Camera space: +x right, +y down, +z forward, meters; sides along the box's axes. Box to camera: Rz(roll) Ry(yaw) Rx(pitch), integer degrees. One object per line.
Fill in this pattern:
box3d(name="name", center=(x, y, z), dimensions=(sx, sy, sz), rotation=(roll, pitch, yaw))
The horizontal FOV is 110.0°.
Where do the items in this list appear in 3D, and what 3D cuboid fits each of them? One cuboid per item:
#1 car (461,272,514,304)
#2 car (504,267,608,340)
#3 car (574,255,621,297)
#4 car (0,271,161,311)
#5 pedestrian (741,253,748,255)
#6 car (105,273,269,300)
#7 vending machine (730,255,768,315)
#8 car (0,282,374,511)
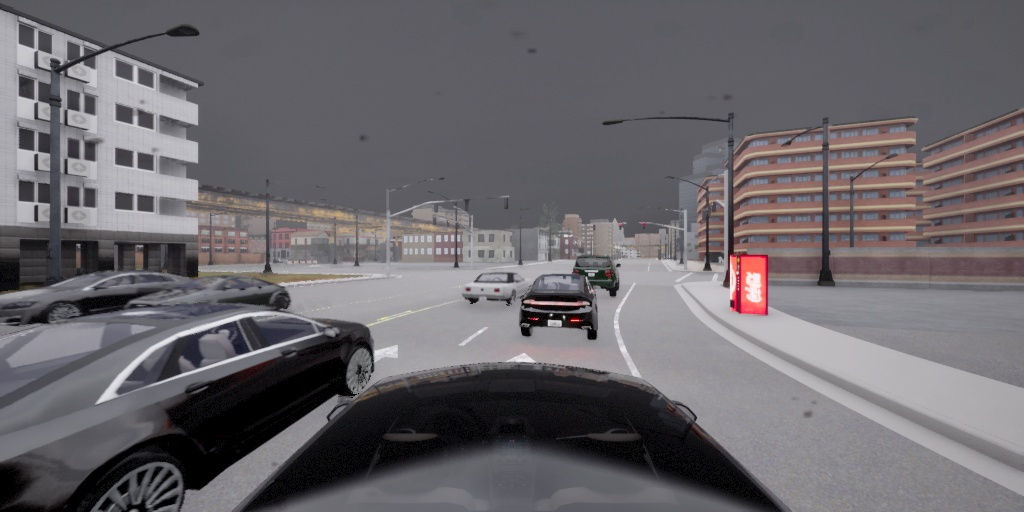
box3d(name="car", center=(-0.387, 1.351, 15.926), dimensions=(1.895, 1.301, 4.718), rotation=(0, 0, 19))
box3d(name="car", center=(1.450, 1.242, 10.119), dimensions=(2.128, 1.511, 4.902), rotation=(0, 0, 13))
box3d(name="car", center=(4.584, 0.971, 19.357), dimensions=(2.150, 2.045, 5.566), rotation=(0, 0, 19))
box3d(name="car", center=(-12.793, 1.241, 11.413), dimensions=(2.128, 1.511, 4.902), rotation=(0, 0, 12))
box3d(name="pedestrian", center=(8.062, 0.795, 12.481), dimensions=(0.375, 1.860, 0.375), rotation=(0, 0, 21))
box3d(name="car", center=(-9.253, 1.314, 11.301), dimensions=(1.994, 1.385, 4.181), rotation=(0, 0, 13))
box3d(name="vending machine", center=(7.829, 0.945, 11.862), dimensions=(1.100, 2.100, 0.880), rotation=(0, 0, 20))
box3d(name="car", center=(-3.167, 1.242, 3.700), dimensions=(2.128, 1.511, 4.902), rotation=(0, 0, 4))
